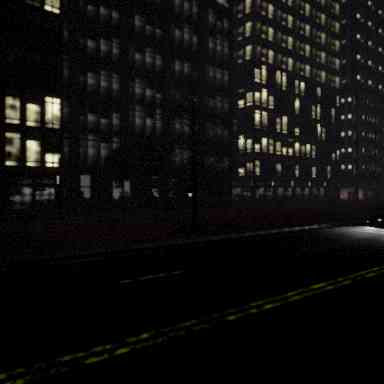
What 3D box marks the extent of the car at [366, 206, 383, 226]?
[{"bbox_3d":[13.220,1.549,21.885,4.181,1.385,1.994,0,0,-38],"label":"car"}]
